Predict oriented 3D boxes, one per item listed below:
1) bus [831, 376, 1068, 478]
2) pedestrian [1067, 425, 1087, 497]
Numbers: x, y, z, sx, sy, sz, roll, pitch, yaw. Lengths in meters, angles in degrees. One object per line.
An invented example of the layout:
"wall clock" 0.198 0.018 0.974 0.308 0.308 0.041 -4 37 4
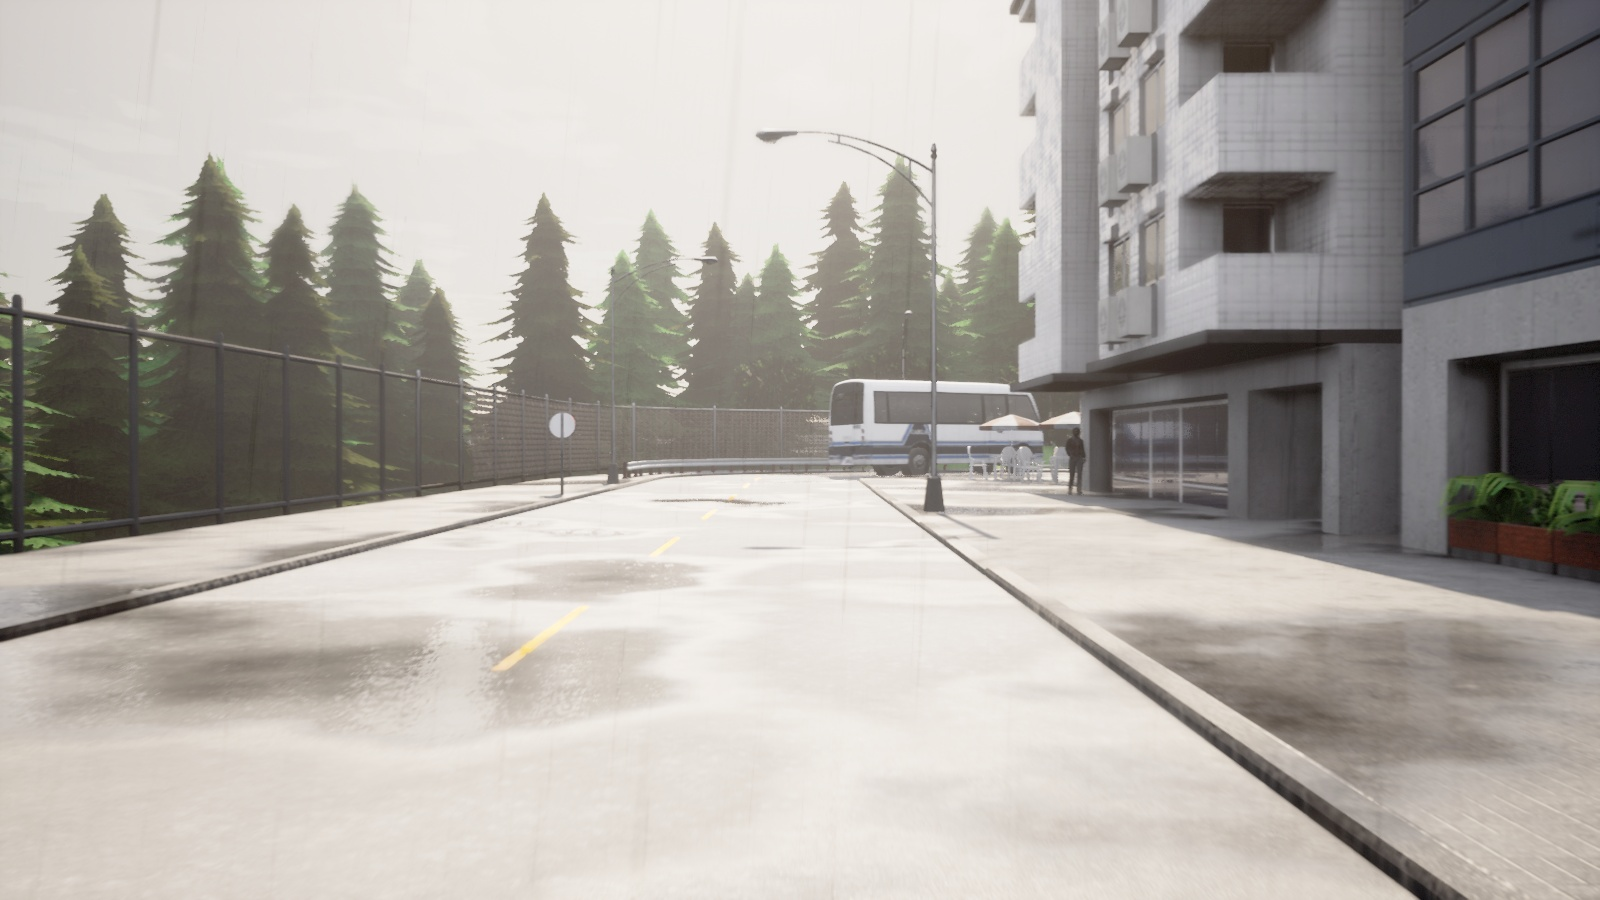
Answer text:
"bus" 6.844 -0.945 56.911 10.273 4.253 3.944 0 -1 -29
"pedestrian" 7.450 0.290 33.804 0.402 1.930 0.666 0 0 0
